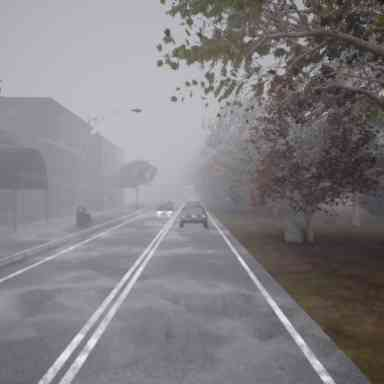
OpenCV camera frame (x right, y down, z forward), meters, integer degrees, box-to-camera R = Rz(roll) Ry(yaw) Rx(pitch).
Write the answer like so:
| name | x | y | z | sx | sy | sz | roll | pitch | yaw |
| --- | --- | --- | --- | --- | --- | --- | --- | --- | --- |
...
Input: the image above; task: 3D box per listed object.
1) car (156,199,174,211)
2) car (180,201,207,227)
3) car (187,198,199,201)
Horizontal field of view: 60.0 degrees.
| name | x | y | z | sx | sy | sz | roll | pitch | yaw |
| --- | --- | --- | --- | --- | --- | --- | --- | --- | --- |
| car | -3.330 | 1.607 | 41.073 | 1.994 | 1.385 | 4.181 | 0 | 0 | 0 |
| car | 0.104 | 1.575 | 23.186 | 2.033 | 1.411 | 5.357 | 0 | 0 | 0 |
| car | 0.107 | 1.521 | 41.805 | 1.882 | 1.535 | 5.008 | 0 | 0 | 0 |
